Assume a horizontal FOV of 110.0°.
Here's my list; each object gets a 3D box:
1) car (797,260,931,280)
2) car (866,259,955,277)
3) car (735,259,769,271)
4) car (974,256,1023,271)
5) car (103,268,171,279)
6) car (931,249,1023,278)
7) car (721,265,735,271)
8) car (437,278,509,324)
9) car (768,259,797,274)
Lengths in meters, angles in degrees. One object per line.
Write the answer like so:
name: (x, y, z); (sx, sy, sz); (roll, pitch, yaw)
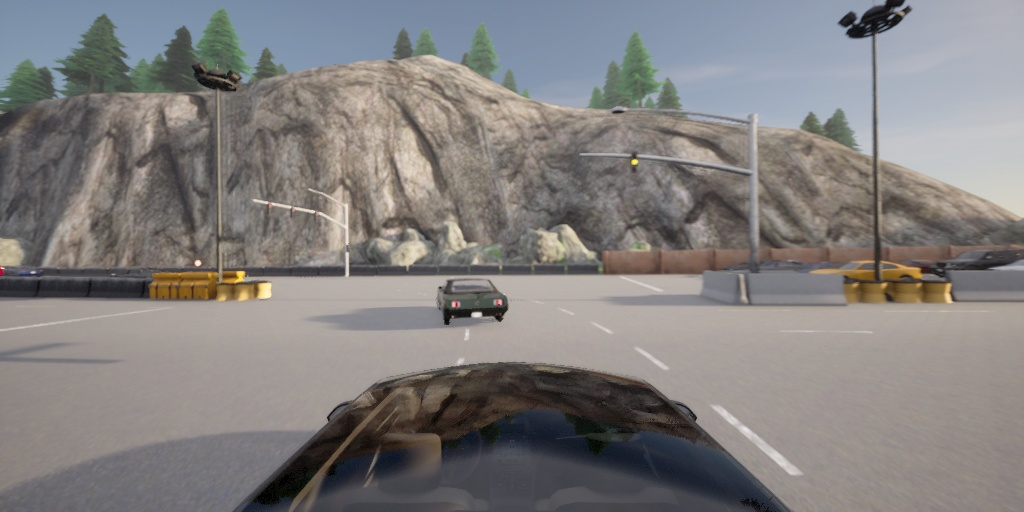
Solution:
car: (19.473, 0.994, 20.041); (5.008, 1.535, 1.882); (-1, 0, 7)
car: (32.144, 0.965, 29.041); (4.718, 1.301, 1.895); (-1, 0, 7)
car: (20.146, 1.008, 27.007); (4.902, 1.511, 2.128); (-1, 0, 7)
car: (32.211, 0.880, 21.986); (4.674, 1.442, 1.812); (-1, 0, 7)
car: (-26.922, 1.590, 25.806); (4.892, 1.490, 1.837); (0, 0, 7)
car: (33.375, 0.559, 25.355); (5.566, 2.045, 2.150); (-2, 0, 7)
car: (20.561, 1.020, 30.482); (4.892, 1.490, 1.837); (-1, 0, 7)
car: (-1.551, 1.384, 12.306); (1.895, 1.301, 4.718); (-1, 0, -14)
car: (20.444, 1.055, 23.447); (5.357, 1.411, 2.033); (-1, 0, 7)
